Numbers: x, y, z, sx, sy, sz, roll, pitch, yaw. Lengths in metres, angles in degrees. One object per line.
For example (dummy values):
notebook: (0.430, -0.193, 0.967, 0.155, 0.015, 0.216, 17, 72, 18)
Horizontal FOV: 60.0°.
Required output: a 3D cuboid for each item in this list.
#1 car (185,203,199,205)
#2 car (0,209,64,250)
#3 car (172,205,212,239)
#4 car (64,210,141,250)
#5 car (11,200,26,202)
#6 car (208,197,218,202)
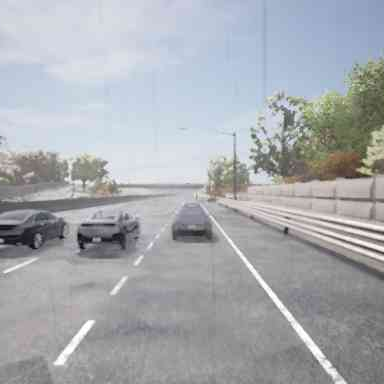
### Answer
car: (0.005, 1.592, 27.808, 1.994, 1.385, 4.181, 0, 0, 0)
car: (-6.897, 1.513, 14.336, 1.837, 1.490, 4.892, 0, 0, 0)
car: (0.002, 1.576, 17.415, 1.994, 1.385, 4.181, 0, 0, 0)
car: (-3.395, 1.500, 14.275, 2.128, 1.511, 4.902, 0, 0, 0)
car: (-21.058, 1.620, 40.299, 1.994, 1.385, 4.181, 0, 0, 0)
car: (5.819, 2.035, 89.837, 1.837, 1.490, 4.892, 0, -1, 20)
